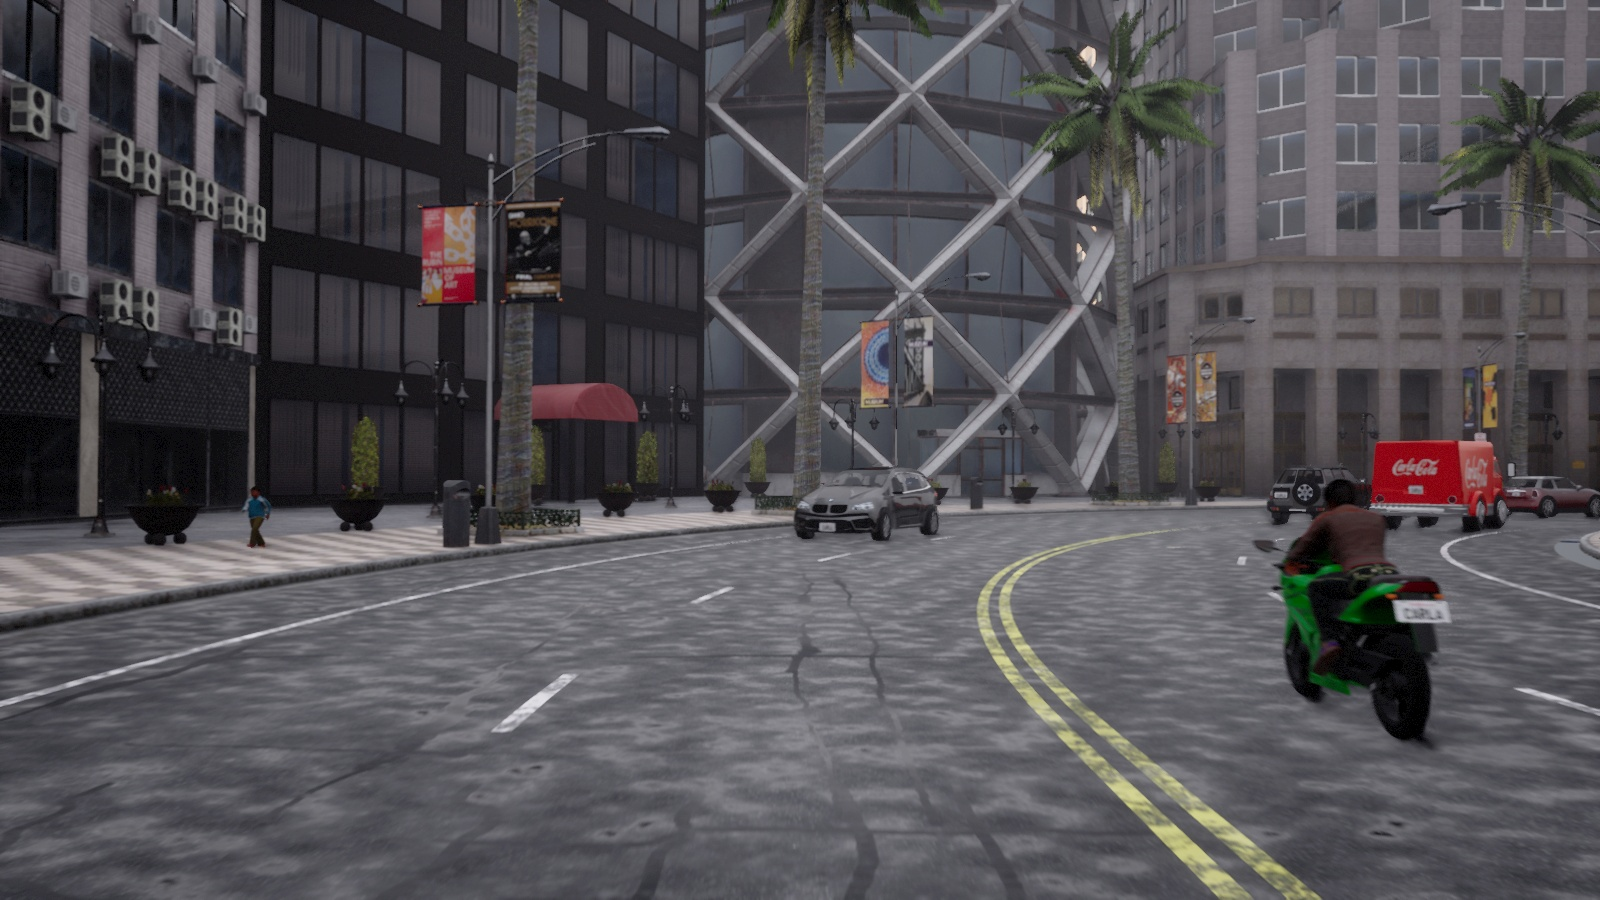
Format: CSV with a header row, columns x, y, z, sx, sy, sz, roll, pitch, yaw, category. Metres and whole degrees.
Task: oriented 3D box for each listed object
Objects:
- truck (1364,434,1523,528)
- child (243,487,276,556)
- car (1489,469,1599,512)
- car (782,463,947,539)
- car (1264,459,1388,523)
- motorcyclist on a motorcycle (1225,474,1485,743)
x,y,z,sx,sy,sz,roll,pitch,yaw,category
18.383,0.853,35.769,2.627,2.467,5.204,-1,-2,44,truck
-9.542,1.261,22.167,0.343,1.192,0.448,0,-1,10,child
27.199,1.433,45.477,3.806,1.475,1.970,0,-1,-23,car
1.635,1.154,29.972,2.242,1.667,4.611,-1,-1,27,car
16.171,1.211,38.499,1.932,1.855,4.605,-1,-2,44,car
3.502,0.919,8.164,0.797,1.523,2.044,0,-1,1,motorcyclist on a motorcycle
